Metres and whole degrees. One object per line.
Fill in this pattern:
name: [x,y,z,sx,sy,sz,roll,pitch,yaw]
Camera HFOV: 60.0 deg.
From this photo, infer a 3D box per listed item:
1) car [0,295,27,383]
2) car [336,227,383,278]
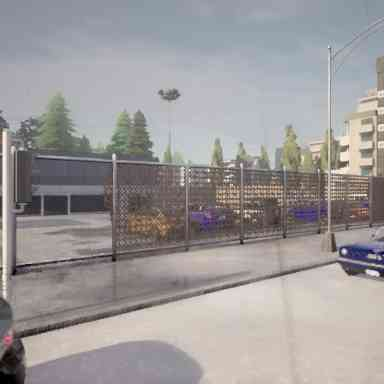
car: [-3.672,1.491,1.897,4.902,1.511,2.128,0,0,-37]
car: [6.025,1.601,9.186,4.718,1.301,1.895,0,0,-37]
